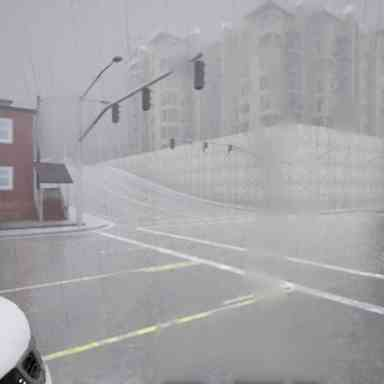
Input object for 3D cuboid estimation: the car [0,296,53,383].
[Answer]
[{"bbox_3d":[-3.516,1.234,1.271,5.566,2.045,2.150,0,0,-35],"label":"car"}]
